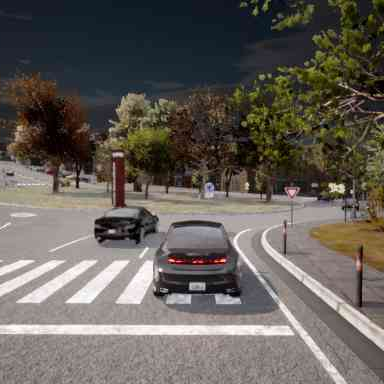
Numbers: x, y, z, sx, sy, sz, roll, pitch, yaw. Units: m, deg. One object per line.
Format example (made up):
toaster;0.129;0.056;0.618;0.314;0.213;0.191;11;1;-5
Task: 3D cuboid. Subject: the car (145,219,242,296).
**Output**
car;0.117;1.475;8.528;1.837;1.490;4.892;0;0;0

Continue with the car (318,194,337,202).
car;21.860;0.802;53.716;1.837;1.490;4.892;0;1;40

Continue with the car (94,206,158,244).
car;-2.875;1.389;15.569;1.882;1.535;5.008;0;1;7

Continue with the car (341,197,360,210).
car;18.312;1.308;38.487;2.033;1.411;5.357;1;2;25
